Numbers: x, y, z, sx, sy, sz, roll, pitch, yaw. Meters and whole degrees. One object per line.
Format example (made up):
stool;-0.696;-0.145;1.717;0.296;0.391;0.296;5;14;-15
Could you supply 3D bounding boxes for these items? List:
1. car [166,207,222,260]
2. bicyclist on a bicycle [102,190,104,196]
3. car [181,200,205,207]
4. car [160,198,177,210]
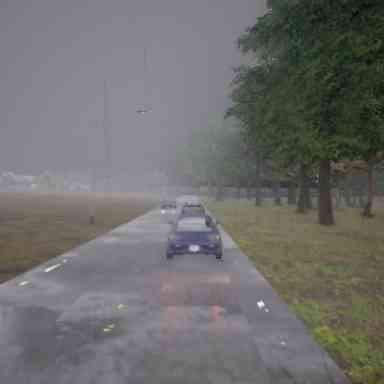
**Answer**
car;0.081;1.510;12.272;1.812;1.442;4.674;0;0;0
bicyclist on a bicycle;-22.657;0.175;84.561;0.582;1.620;1.656;2;0;0
car;0.081;1.436;28.340;2.128;1.511;4.902;0;0;0
car;-2.853;1.440;41.904;2.033;1.411;5.357;0;0;0
